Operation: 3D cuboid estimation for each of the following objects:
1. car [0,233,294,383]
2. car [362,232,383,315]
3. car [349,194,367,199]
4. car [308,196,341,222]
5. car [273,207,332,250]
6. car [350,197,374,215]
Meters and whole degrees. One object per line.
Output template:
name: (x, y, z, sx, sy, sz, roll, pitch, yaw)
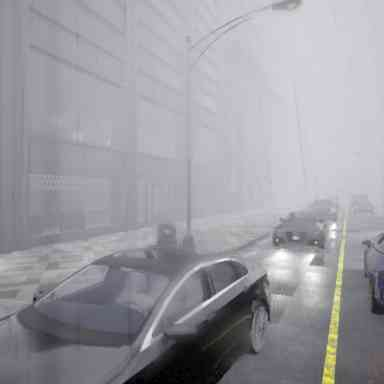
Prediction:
car: (-0.535, 1.491, 3.873, 2.128, 1.511, 4.902, 0, 0, 31)
car: (4.707, 1.527, 6.990, 1.812, 1.442, 4.674, 0, 0, 25)
car: (21.925, 1.236, 43.570, 2.150, 2.045, 5.566, 0, 0, 25)
car: (10.356, 1.358, 26.251, 2.097, 1.767, 4.553, 0, 0, 25)
car: (4.828, 1.565, 14.523, 1.994, 1.385, 4.181, 0, 0, 25)
car: (17.507, 1.558, 34.076, 2.033, 1.411, 5.357, 0, 0, 26)
